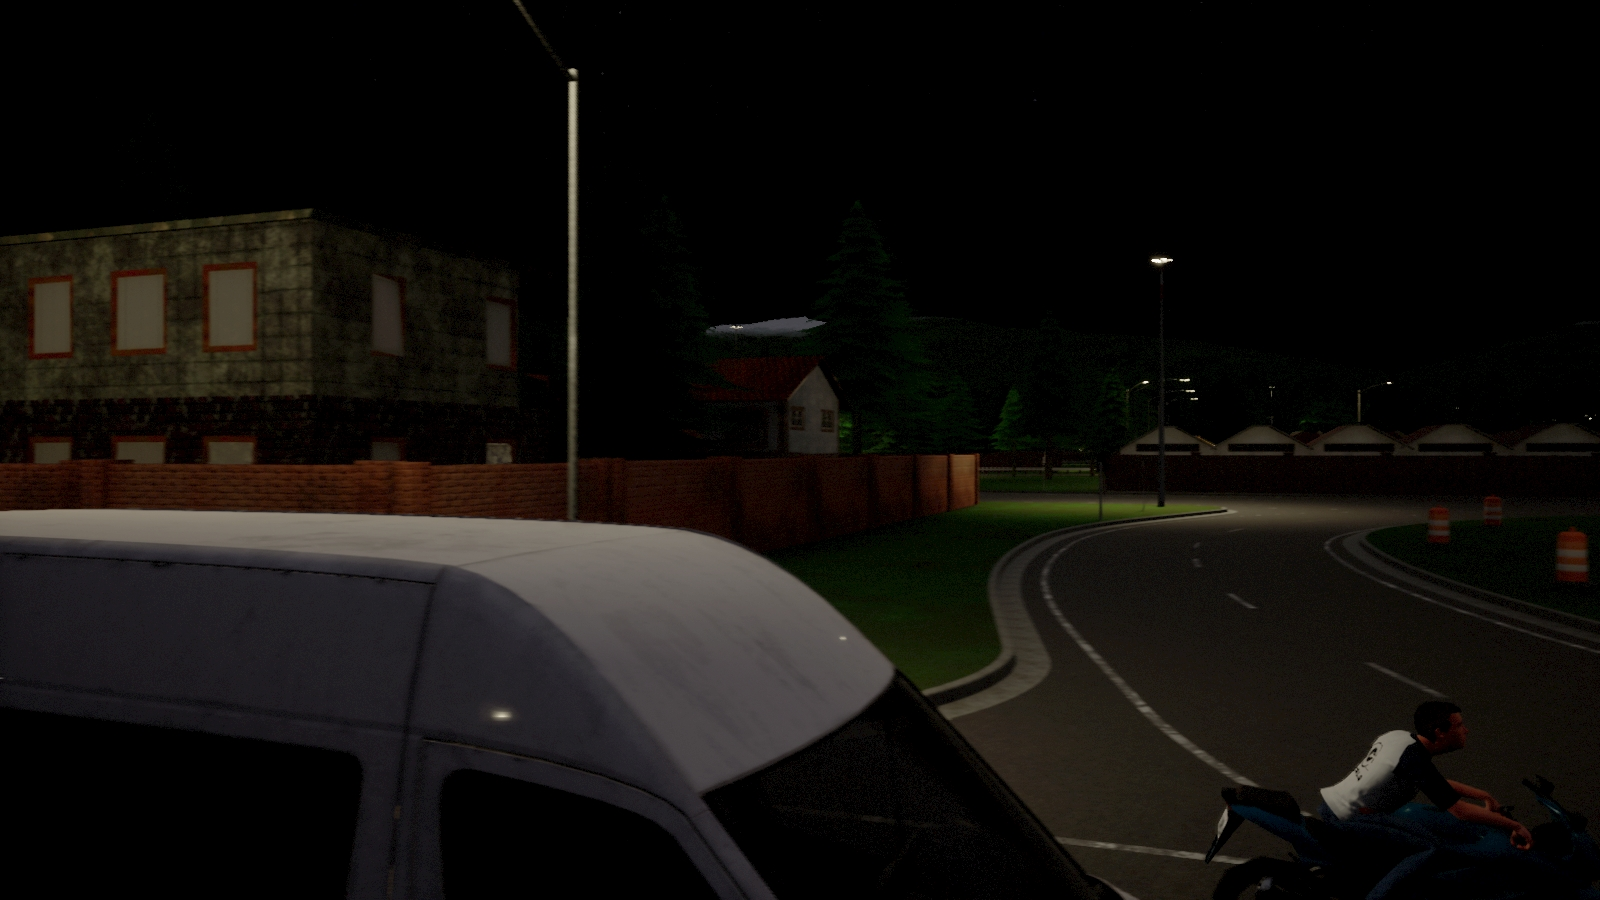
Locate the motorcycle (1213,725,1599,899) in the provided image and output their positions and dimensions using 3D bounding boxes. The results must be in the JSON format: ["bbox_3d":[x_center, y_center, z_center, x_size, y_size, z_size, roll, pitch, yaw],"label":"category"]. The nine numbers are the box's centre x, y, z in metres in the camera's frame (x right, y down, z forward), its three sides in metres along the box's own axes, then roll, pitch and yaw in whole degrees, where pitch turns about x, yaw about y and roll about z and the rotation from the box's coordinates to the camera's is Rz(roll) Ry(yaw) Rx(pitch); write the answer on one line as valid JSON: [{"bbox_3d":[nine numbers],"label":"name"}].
[{"bbox_3d":[3.198,2.186,5.858,2.033,1.199,0.803,0,0,20],"label":"motorcycle"}]

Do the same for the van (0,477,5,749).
[{"bbox_3d":[-10.642,1.533,10.893,5.915,2.561,1.988,0,0,20],"label":"van"}]

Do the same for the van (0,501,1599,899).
[{"bbox_3d":[-1.142,1.534,3.716,5.915,2.561,1.988,0,0,20],"label":"van"}]
